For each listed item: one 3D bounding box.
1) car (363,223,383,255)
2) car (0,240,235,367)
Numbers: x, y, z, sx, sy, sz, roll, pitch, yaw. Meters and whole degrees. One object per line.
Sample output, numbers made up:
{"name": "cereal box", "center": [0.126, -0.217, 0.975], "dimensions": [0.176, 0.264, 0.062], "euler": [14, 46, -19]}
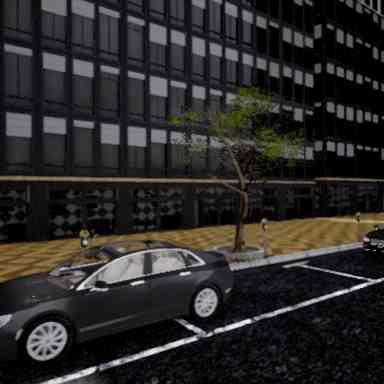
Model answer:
{"name": "car", "center": [8.019, 1.580, 12.287], "dimensions": [4.403, 1.369, 2.008], "euler": [0, -1, -35]}
{"name": "car", "center": [-1.235, 1.557, 5.687], "dimensions": [4.403, 1.369, 2.008], "euler": [0, -1, -35]}
